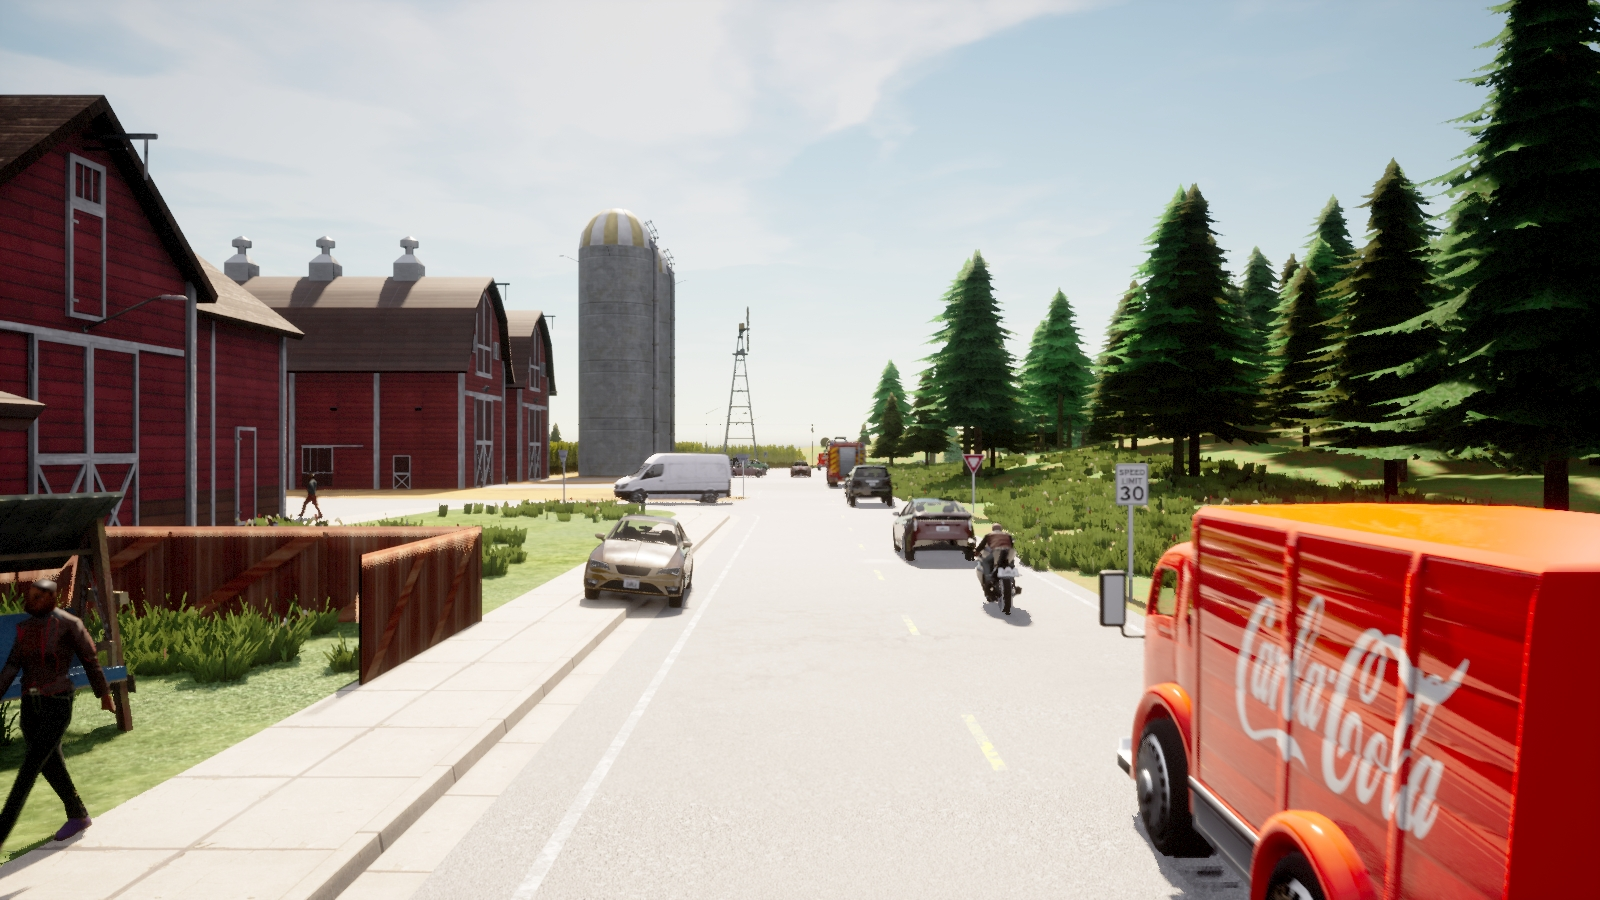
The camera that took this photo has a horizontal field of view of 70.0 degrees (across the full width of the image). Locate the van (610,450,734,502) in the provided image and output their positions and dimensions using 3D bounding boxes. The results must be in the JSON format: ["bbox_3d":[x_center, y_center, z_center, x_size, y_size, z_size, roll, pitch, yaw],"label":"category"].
[{"bbox_3d":[-6.532,1.323,58.332,5.915,2.561,1.988,1,1,-20],"label":"van"}]

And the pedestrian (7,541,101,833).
[{"bbox_3d":[-4.969,1.555,7.620,0.375,1.860,0.375,0,0,8],"label":"pedestrian"}]

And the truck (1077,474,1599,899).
[{"bbox_3d":[3.524,1.429,6.474,2.627,2.467,5.204,0,0,0],"label":"truck"}]

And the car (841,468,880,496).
[{"bbox_3d":[3.596,1.908,68.761,2.128,1.511,4.902,0,0,0],"label":"car"}]

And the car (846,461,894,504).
[{"bbox_3d":[3.555,1.640,58.855,2.150,2.045,5.566,0,0,0],"label":"car"}]

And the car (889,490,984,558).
[{"bbox_3d":[3.529,1.900,30.336,2.007,1.525,4.514,0,0,0],"label":"car"}]

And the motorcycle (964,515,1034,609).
[{"bbox_3d":[3.521,1.961,20.389,0.867,1.460,2.209,0,0,0],"label":"motorcycle"}]

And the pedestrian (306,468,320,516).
[{"bbox_3d":[-19.006,1.617,44.577,0.375,1.860,0.375,0,0,6],"label":"pedestrian"}]
